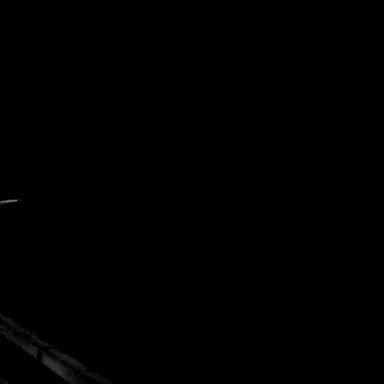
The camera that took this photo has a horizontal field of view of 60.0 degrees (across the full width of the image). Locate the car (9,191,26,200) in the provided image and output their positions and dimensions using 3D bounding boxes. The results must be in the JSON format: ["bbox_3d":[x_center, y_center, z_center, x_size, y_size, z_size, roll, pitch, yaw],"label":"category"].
[{"bbox_3d":[-32.254,0.607,61.515,2.128,1.511,4.902,-4,3,-11],"label":"car"}]
